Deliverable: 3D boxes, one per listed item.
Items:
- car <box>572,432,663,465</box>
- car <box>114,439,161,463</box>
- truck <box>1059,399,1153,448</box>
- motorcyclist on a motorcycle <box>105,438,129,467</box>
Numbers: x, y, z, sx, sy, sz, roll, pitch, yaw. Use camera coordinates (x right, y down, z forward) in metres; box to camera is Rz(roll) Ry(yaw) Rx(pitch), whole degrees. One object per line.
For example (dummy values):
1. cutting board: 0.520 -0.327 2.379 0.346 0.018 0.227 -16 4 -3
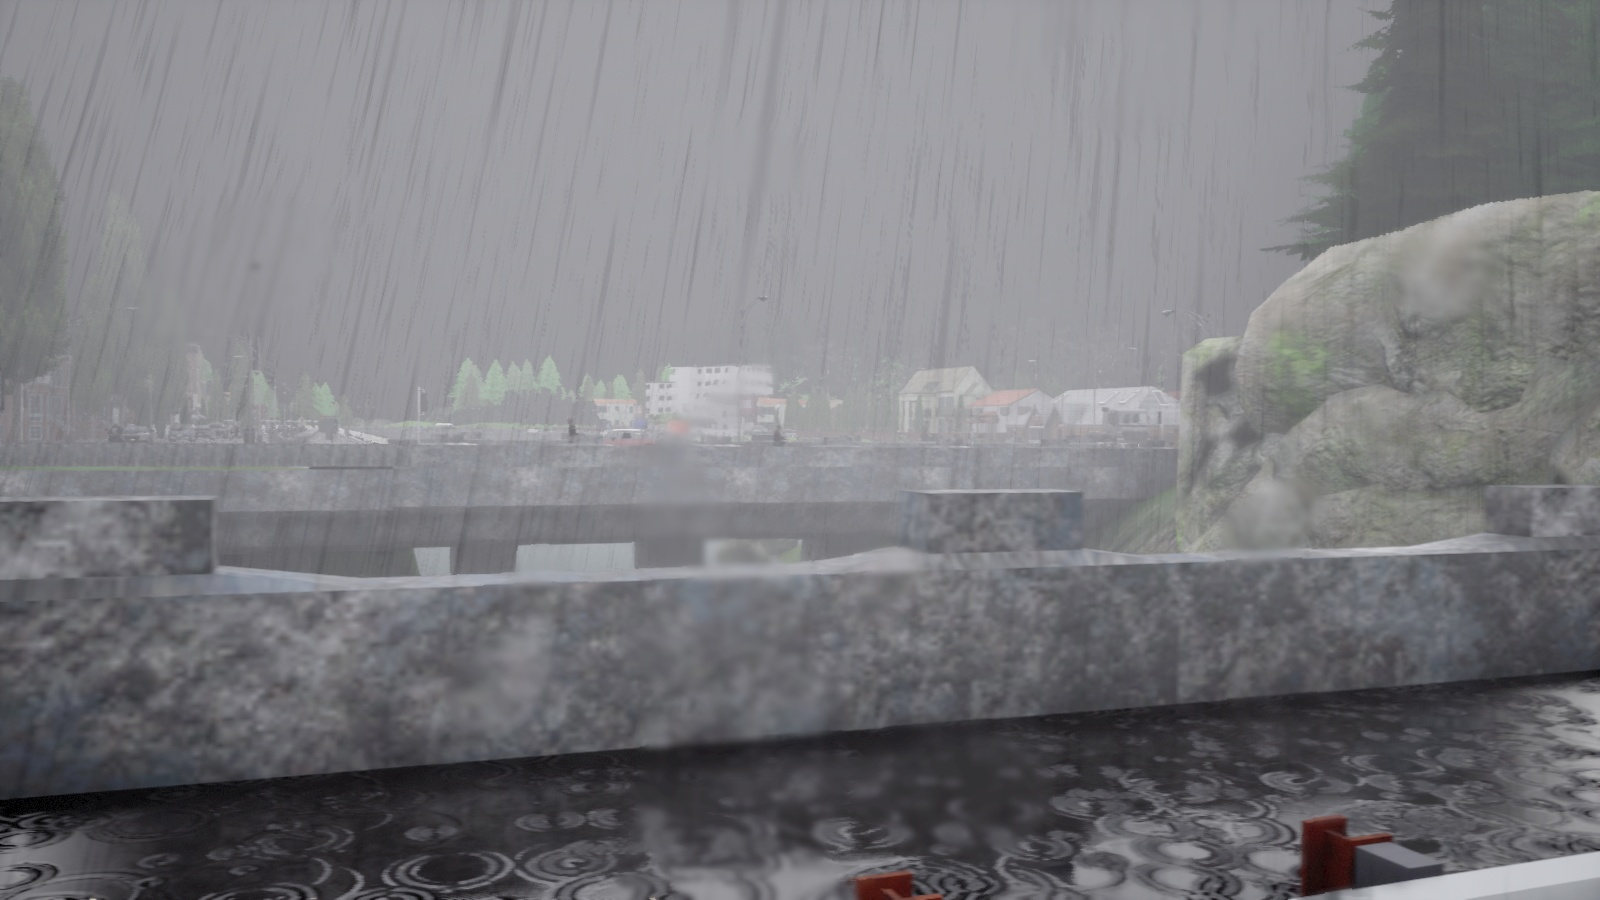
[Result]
1. car: -8.405 -0.086 57.814 3.806 1.475 1.970 -1 1 -21
2. car: -40.311 0.054 76.483 1.994 1.385 4.181 -1 1 -21
3. truck: 22.958 -1.973 94.717 2.891 3.462 7.936 -1 1 -21
4. motorcyclist on a motorcycle: -37.393 0.118 68.786 0.866 1.530 2.191 -1 1 -21
